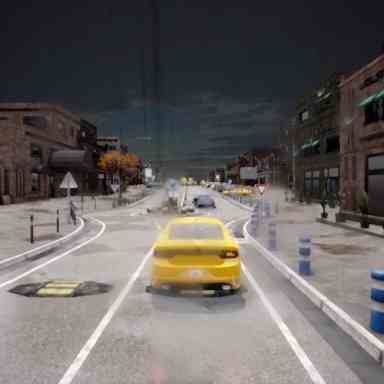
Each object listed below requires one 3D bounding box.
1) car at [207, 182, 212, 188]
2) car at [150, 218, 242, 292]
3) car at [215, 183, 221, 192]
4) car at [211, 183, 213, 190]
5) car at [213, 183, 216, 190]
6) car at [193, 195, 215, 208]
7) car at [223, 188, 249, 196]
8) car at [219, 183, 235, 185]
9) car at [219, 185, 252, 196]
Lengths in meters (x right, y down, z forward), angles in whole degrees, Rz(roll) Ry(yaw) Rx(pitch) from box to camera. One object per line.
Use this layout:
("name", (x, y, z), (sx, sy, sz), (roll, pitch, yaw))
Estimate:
("car", (7.845, -1.518, 92.789), (5.566, 2.045, 2.435), (0, 2, -1))
("car", (0.103, 1.404, 8.640), (1.882, 1.535, 5.008), (0, -1, 1))
("car", (8.177, -0.609, 67.997), (5.566, 2.045, 2.435), (0, 2, -1))
("car", (7.971, -0.996, 84.531), (5.008, 1.535, 2.097), (0, 2, -1))
("car", (8.033, -0.797, 79.023), (4.892, 1.521, 2.231), (0, 2, -1))
("car", (1.317, 1.043, 37.774), (1.994, 1.385, 4.181), (-1, 2, -8))
("car", (8.212, -0.076, 62.504), (4.674, 1.452, 2.002), (0, 2, -1))
("car", (8.147, -0.364, 65.249), (4.553, 1.767, 2.185), (0, 2, -1))
("car", (8.053, 0.007, 59.746), (5.366, 1.575, 1.946), (0, 3, -1))
